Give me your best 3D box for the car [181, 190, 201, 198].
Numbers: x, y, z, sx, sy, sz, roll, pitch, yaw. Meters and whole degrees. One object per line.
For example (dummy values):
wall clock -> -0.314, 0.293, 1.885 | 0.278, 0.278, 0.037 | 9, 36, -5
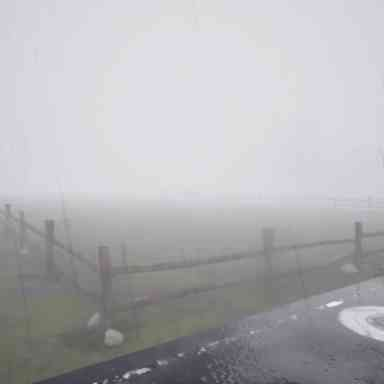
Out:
car -> -0.247, 0.304, 63.163 | 2.128, 1.511, 4.902 | 1, 1, -35
